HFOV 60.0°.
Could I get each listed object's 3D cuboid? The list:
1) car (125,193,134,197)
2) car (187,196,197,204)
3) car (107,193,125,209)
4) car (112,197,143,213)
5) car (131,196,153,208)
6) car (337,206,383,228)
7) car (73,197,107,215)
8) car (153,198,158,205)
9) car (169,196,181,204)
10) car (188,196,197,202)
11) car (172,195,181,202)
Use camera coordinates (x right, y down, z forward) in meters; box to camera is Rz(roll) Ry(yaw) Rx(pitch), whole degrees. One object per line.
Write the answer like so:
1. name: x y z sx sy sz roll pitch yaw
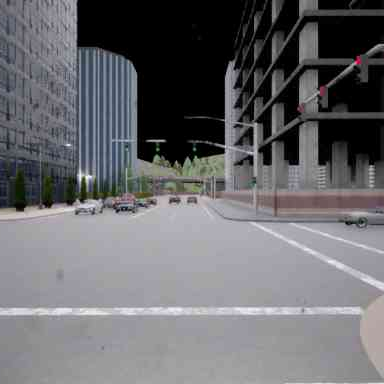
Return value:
1. car: -10.553 1.227 53.758 2.150 2.045 5.566 0 0 0
2. car: 0.052 1.498 64.529 2.128 1.511 4.902 0 0 0
3. car: -10.564 1.357 43.342 2.097 1.767 4.553 0 0 0
4. car: -7.070 1.568 36.725 1.994 1.385 4.181 0 0 0
5. car: -7.061 1.569 46.633 1.994 1.385 4.181 0 0 0
6. car: 11.897 1.548 21.195 4.718 1.301 1.895 0 0 0
7. car: -10.570 1.529 34.409 1.812 1.442 4.674 0 0 0
8. car: -7.038 1.607 56.673 1.895 1.301 4.718 0 0 0
9. car: -3.448 1.512 64.533 1.837 1.490 4.892 0 0 0
10. car: 0.060 1.586 73.634 1.895 1.301 4.718 0 0 0
11. car: -3.440 1.515 73.607 1.812 1.442 4.674 0 0 0
